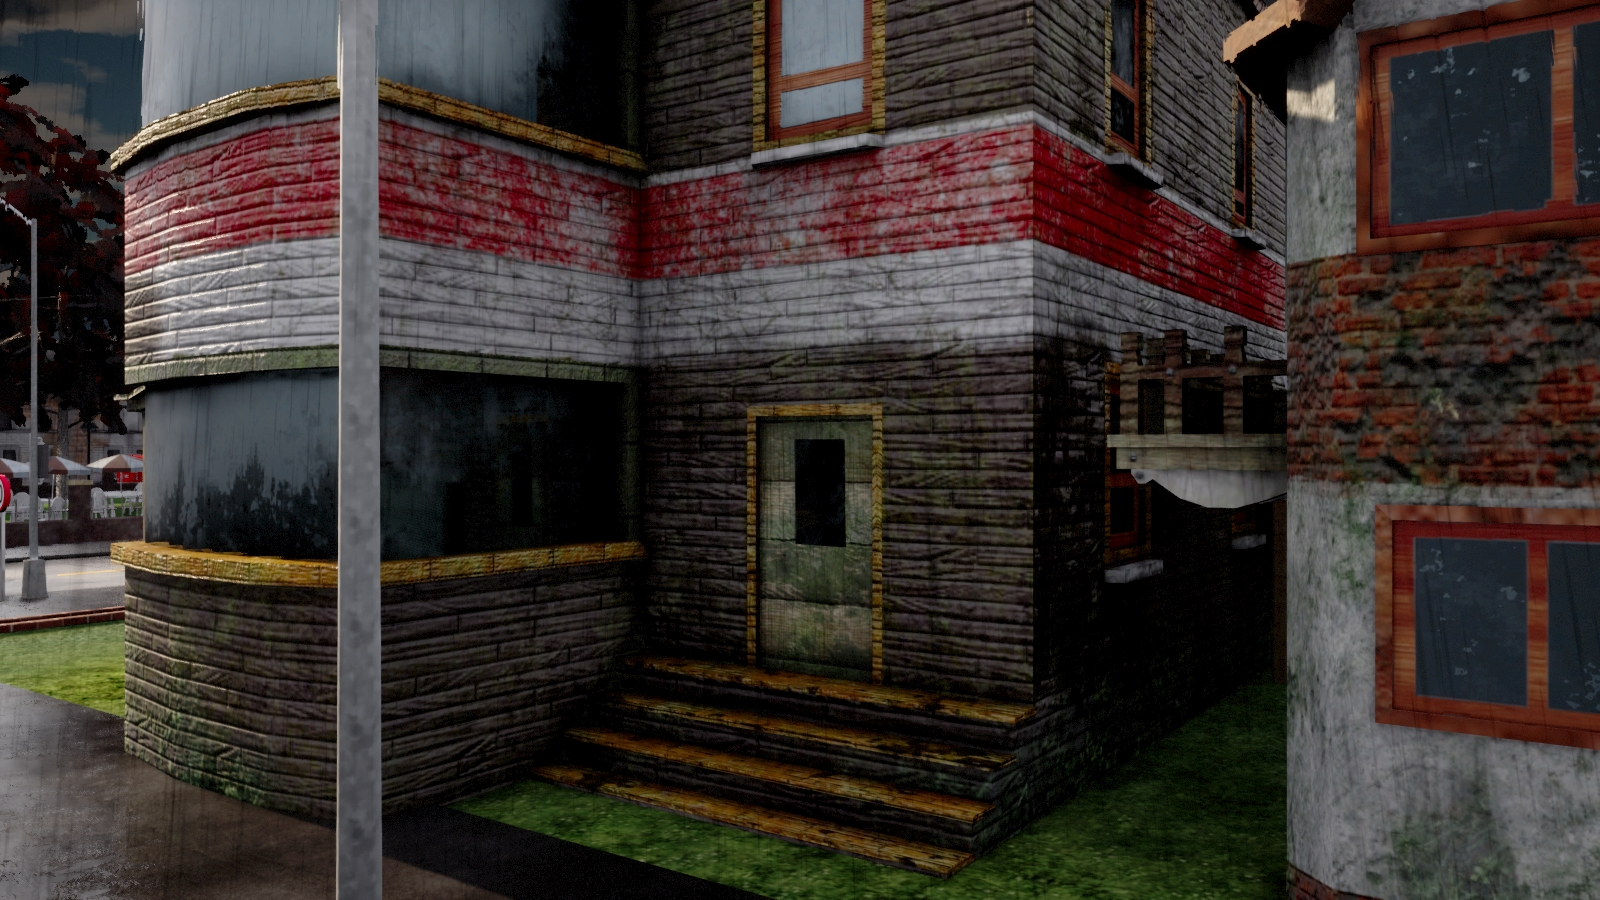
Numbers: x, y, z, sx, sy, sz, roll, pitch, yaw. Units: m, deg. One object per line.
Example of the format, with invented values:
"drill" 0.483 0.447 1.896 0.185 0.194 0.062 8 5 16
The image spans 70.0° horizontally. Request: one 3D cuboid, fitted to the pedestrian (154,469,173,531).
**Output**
"pedestrian" -19.201 1.502 34.478 0.375 1.860 0.375 0 0 35
